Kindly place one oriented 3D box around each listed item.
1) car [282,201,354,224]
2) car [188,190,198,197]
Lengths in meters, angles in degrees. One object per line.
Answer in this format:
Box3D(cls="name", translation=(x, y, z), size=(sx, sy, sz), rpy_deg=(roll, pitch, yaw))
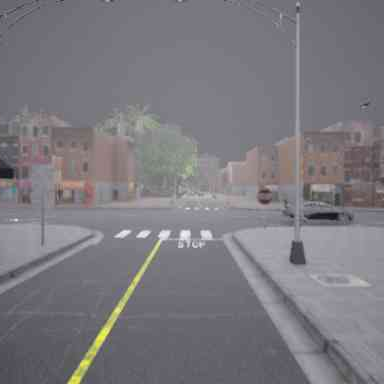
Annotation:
Box3D(cls="car", translation=(8.870, 1.418, 23.526), size=(4.902, 1.511, 2.128), rpy_deg=(1, 0, 0))
Box3D(cls="car", translation=(-0.113, 0.548, 81.834), size=(1.837, 1.490, 4.892), rpy_deg=(0, 0, 0))
